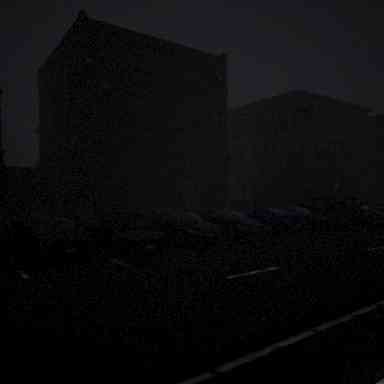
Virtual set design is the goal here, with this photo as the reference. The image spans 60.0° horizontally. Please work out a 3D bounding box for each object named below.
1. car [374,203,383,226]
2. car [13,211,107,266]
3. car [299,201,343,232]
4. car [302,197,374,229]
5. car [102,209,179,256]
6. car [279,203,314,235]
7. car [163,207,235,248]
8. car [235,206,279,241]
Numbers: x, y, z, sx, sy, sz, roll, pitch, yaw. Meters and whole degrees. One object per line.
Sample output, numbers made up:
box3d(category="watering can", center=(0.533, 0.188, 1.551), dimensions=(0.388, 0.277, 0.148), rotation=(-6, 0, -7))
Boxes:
box3d(category="car", center=(10.521, 1.461, 23.308), dimensions=(2.185, 1.767, 4.553), rotation=(1, 0, -36))
box3d(category="car", center=(-5.107, 1.494, 11.996), dimensions=(2.097, 1.535, 5.008), rotation=(0, 0, -36))
box3d(category="car", center=(6.041, 1.542, 20.097), dimensions=(2.097, 1.535, 5.008), rotation=(0, 0, -36))
box3d(category="car", center=(8.257, 1.312, 21.738), dimensions=(2.435, 2.045, 5.566), rotation=(1, 0, -36))
box3d(category="car", center=(-2.857, 1.526, 13.587), dimensions=(2.163, 1.488, 4.792), rotation=(0, 0, -36))
box3d(category="car", center=(3.817, 1.525, 18.469), dimensions=(2.097, 1.535, 5.008), rotation=(0, 0, -36))
box3d(category="car", center=(-0.649, 1.504, 15.237), dimensions=(2.231, 1.521, 4.892), rotation=(0, 0, -36))
box3d(category="car", center=(1.581, 1.513, 16.857), dimensions=(2.231, 1.521, 4.892), rotation=(0, 0, -36))
